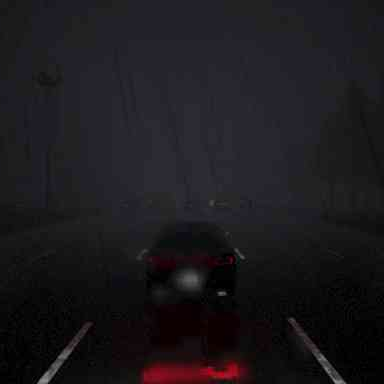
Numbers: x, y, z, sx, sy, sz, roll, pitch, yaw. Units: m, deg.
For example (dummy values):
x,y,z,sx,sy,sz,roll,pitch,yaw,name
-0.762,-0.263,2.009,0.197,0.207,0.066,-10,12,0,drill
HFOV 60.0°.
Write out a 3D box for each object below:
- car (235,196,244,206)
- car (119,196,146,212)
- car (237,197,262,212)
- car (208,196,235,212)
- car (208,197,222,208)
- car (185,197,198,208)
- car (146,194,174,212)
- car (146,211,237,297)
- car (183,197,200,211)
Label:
x,y,z,sx,sy,sz,roll,pitch,yaw,name
6.903,1.352,49.233,2.097,1.767,4.553,0,0,0,car
-7.077,1.547,38.626,2.033,1.411,5.357,0,0,0,car
6.924,1.564,39.257,1.994,1.385,4.181,0,0,0,car
3.426,1.491,39.079,2.128,1.511,4.902,0,0,0,car
3.404,1.525,49.294,1.812,1.442,4.674,0,0,0,car
-0.095,1.505,49.458,1.837,1.490,4.892,0,0,0,car
-3.577,1.221,38.695,2.150,2.045,5.566,0,0,0,car
-0.016,1.478,8.636,1.882,1.535,5.008,0,0,0,car
-0.073,1.564,39.453,1.994,1.385,4.181,0,0,0,car
